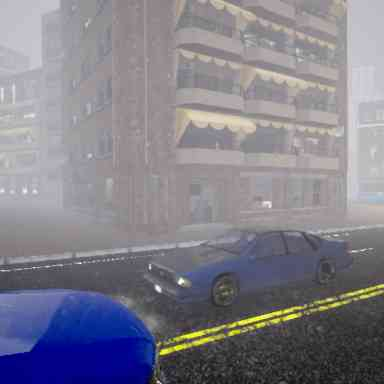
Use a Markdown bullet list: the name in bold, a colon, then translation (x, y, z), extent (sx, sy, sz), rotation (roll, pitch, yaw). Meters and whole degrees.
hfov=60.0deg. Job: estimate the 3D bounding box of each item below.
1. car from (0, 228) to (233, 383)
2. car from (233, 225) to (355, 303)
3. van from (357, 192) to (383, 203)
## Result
- **car**: translation (-2.719, 1.222, 1.455), extent (5.566, 2.045, 2.150), rotation (0, 0, -30)
- **car**: translation (1.610, 1.547, 8.019), extent (5.357, 1.411, 2.033), rotation (0, 0, -31)
- **van**: translation (29.868, 0.884, 55.540), extent (3.998, 1.788, 1.690), rotation (1, 0, 26)
